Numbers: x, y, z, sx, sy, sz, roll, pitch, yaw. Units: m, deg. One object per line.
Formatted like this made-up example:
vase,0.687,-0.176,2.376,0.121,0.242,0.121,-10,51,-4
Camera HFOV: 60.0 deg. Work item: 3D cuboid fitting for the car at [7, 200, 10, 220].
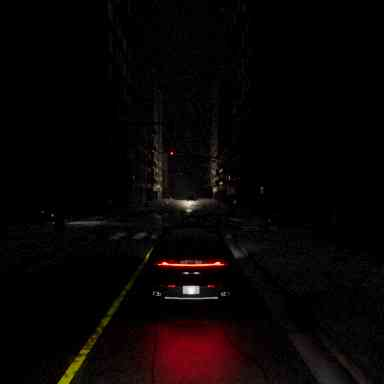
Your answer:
car,-14.991,1.152,21.312,5.009,1.841,2.192,1,-1,-1

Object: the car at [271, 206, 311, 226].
car,7.925,1.752,24.281,4.181,1.385,1.994,1,0,-1

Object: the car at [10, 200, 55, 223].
car,-12.371,1.358,23.874,4.902,1.511,2.128,1,0,5

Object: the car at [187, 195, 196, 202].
car,-0.166,1.497,82.423,2.097,1.767,4.553,0,0,0

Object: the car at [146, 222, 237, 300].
car,-0.016,1.507,8.371,1.837,1.490,4.892,0,0,0
